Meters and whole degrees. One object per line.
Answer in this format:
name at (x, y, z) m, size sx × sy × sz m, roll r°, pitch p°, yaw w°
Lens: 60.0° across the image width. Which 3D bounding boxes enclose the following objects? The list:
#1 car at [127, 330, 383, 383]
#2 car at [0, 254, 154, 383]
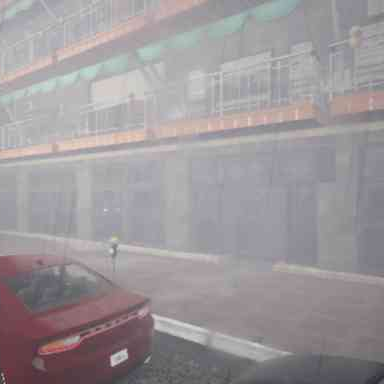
car at (2.023, 1.547, 1.434) m, size 4.403 × 1.369 × 2.008 m, roll 0°, pitch 0°, yaw 35°
car at (-2.563, 1.566, 4.701) m, size 4.507 × 1.381 × 1.887 m, roll 0°, pitch 0°, yaw 35°
